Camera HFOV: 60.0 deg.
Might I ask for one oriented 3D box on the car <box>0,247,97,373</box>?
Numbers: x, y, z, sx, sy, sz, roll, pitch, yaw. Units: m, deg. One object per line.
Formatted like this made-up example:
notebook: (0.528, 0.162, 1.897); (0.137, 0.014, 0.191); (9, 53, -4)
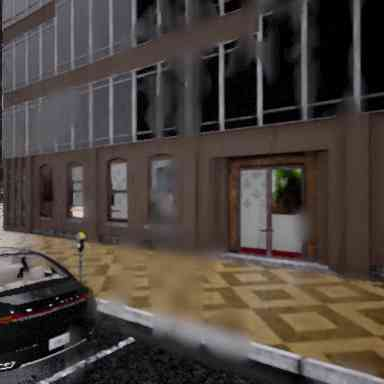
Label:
car: (-3.370, 1.562, 5.278); (4.403, 1.369, 2.008); (0, 0, 35)
